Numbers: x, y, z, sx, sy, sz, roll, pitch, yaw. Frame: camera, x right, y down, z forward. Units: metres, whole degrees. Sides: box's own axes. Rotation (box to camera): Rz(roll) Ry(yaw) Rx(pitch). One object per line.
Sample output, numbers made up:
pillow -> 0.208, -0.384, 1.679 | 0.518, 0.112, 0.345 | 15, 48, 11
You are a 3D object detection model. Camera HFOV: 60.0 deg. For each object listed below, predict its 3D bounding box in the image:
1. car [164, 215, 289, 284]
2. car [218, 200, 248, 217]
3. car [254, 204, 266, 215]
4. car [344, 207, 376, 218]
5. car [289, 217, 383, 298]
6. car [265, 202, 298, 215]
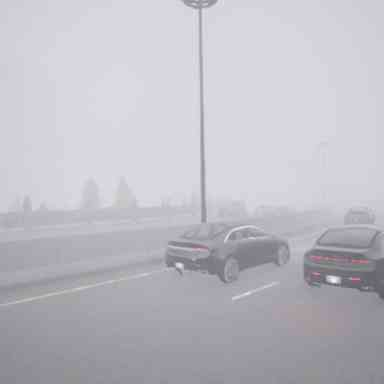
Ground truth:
car -> 1.322, 1.712, 10.444 | 2.128, 1.511, 4.902 | -2, -2, 43
car -> 5.021, 2.044, 40.186 | 2.150, 2.045, 5.566 | -1, -1, 27
car -> 8.880, 2.254, 40.144 | 2.128, 1.511, 4.902 | -1, -1, 26
car -> 12.933, 1.865, 25.567 | 2.128, 1.511, 4.902 | -2, -1, 32
car -> 4.668, 1.639, 8.919 | 1.837, 1.490, 4.892 | -2, -2, 42
car -> 9.415, 2.101, 33.666 | 2.128, 1.511, 4.902 | -2, -1, 29
